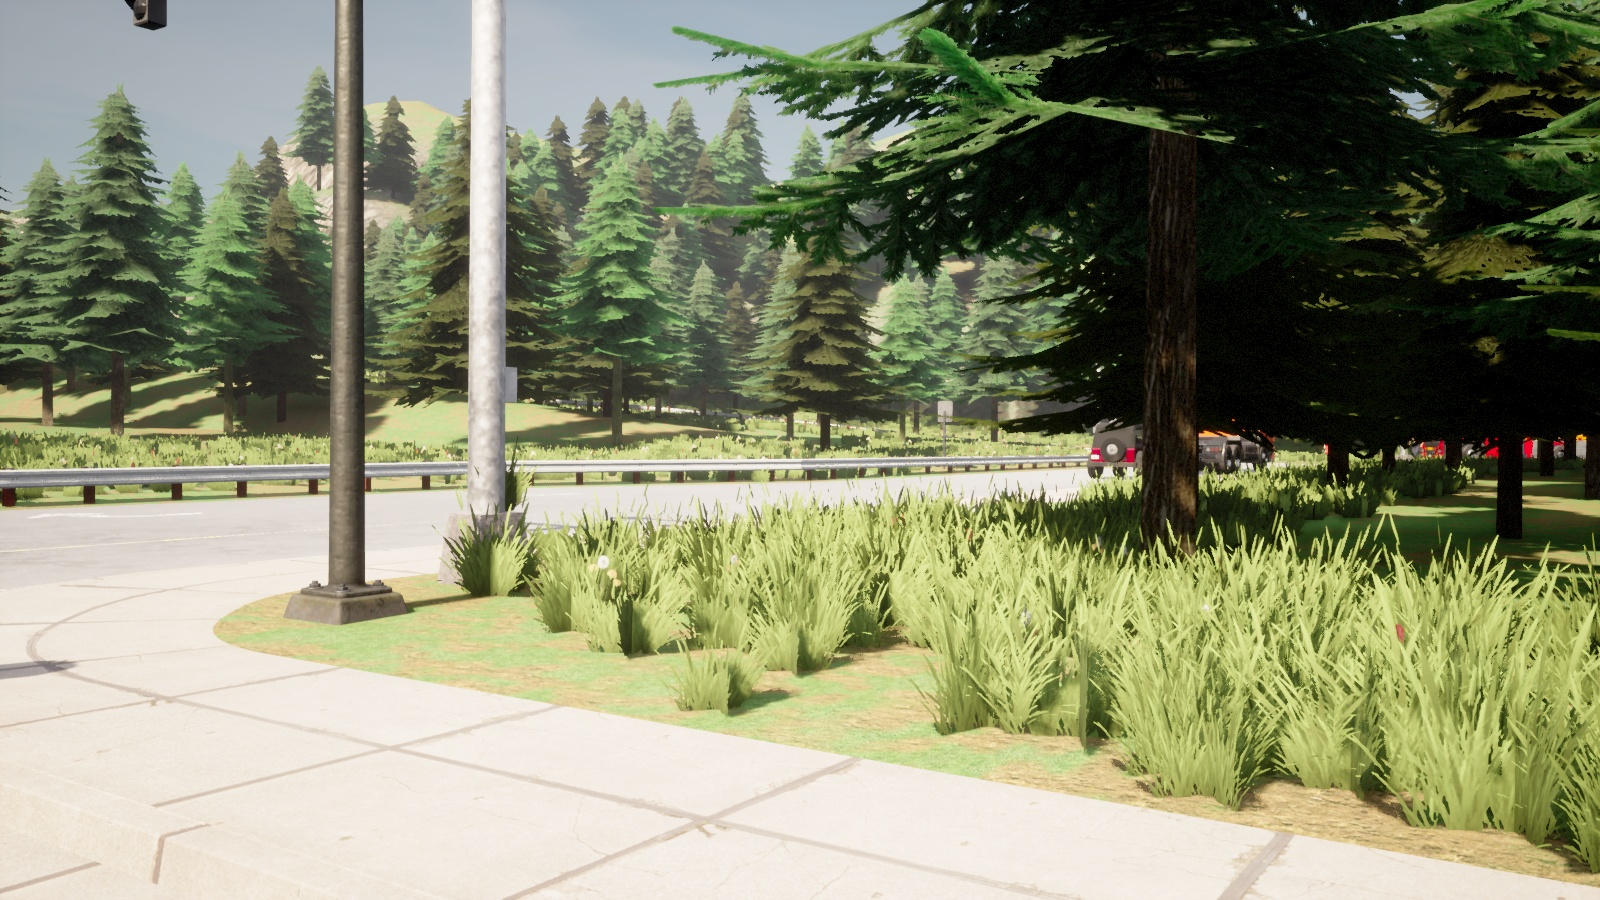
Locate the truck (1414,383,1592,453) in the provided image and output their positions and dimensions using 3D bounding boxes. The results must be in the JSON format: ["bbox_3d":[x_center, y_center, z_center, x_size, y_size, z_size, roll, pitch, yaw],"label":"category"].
[{"bbox_3d":[39.904,-1.797,71.496,8.468,3.827,2.891,0,1,2],"label":"truck"}]

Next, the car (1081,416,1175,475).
[{"bbox_3d":[11.144,-0.181,42.538,1.905,1.878,3.866,0,1,34],"label":"car"}]

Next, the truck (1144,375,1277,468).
[{"bbox_3d":[16.632,-1.117,50.478,2.891,3.462,7.936,0,1,35],"label":"truck"}]
